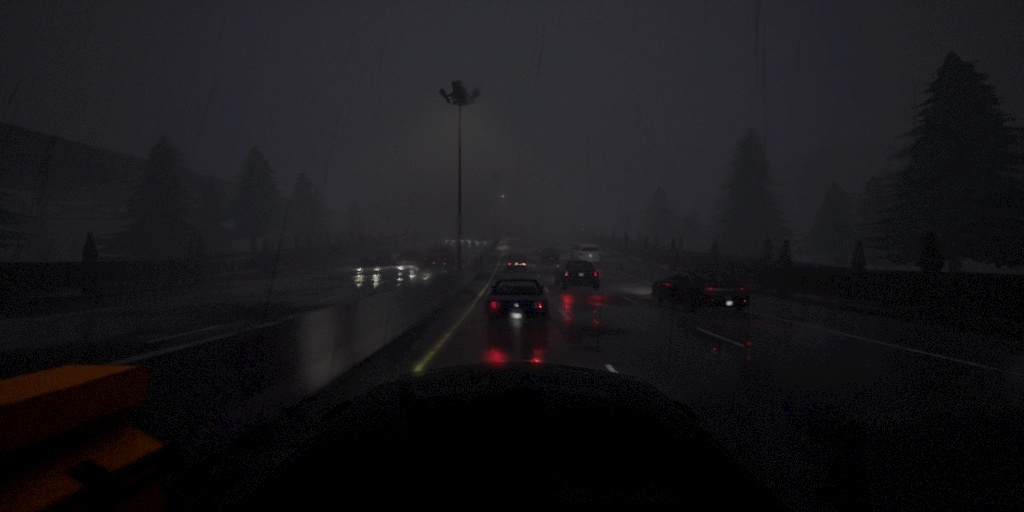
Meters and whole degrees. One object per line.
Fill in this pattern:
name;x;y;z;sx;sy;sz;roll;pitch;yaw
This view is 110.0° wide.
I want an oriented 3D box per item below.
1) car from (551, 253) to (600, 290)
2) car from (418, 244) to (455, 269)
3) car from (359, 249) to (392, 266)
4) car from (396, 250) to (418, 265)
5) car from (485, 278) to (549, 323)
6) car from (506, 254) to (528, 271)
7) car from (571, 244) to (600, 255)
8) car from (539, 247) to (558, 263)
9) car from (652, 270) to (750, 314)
car;3.807;0.950;21.681;2.097;1.767;4.553;0;2;1
car;-6.754;0.024;33.785;2.150;2.045;5.566;0;5;1
car;-13.725;0.050;36.240;1.882;1.535;5.008;0;6;1
car;-10.225;0.128;36.326;1.994;1.385;4.181;0;6;1
car;0.188;1.422;12.542;1.895;1.301;4.718;0;0;1
car;0.417;0.508;31.924;2.033;1.411;5.357;0;5;1
car;7.475;-0.249;36.631;2.150;2.045;5.566;0;6;1
car;3.995;-0.184;38.499;1.882;1.535;5.008;0;6;1
car;7.211;1.300;14.244;2.128;1.511;4.902;0;1;1
